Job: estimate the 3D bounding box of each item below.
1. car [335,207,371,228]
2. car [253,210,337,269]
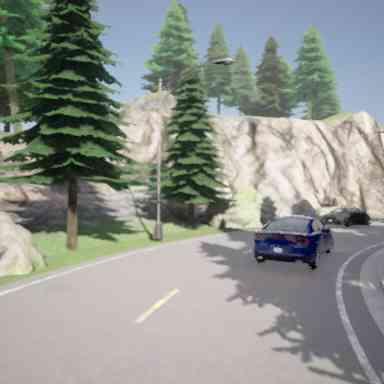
[{"bbox_3d":[11.316,1.827,24.506,4.181,1.385,1.994,1,0,-36],"label":"car"},{"bbox_3d":[3.764,1.582,11.908,1.882,1.535,5.008,0,-1,30],"label":"car"}]
